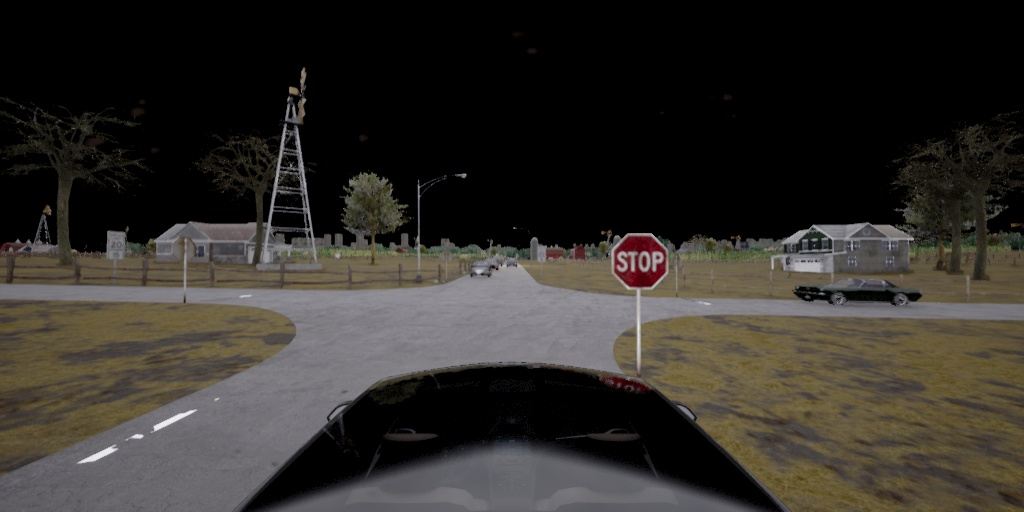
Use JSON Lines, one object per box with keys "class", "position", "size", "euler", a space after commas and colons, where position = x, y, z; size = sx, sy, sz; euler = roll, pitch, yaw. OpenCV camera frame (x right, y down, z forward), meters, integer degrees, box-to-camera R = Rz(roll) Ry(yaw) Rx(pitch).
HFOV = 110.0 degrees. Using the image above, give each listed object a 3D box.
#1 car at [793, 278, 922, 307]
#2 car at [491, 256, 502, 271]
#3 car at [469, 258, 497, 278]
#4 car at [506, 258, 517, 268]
{"class": "car", "position": [16.580, 1.715, 17.414], "size": [4.718, 1.301, 1.895], "euler": [1, -1, 0]}
{"class": "car", "position": [-2.849, 1.077, 48.438], "size": [2.097, 1.767, 4.553], "euler": [0, 0, 0]}
{"class": "car", "position": [-2.852, 1.219, 33.564], "size": [2.128, 1.511, 4.902], "euler": [0, 0, 0]}
{"class": "car", "position": [-0.016, 1.327, 61.923], "size": [1.895, 1.301, 4.718], "euler": [0, 0, 0]}
